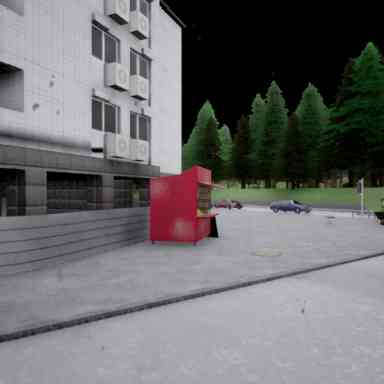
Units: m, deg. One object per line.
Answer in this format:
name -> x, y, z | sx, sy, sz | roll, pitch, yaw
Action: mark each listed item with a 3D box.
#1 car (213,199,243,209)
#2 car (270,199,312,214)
car -> 4.717, 1.564, 43.760 | 1.994, 1.385, 4.181 | 0, 0, -35
car -> 10.505, 1.526, 35.662 | 1.812, 1.442, 4.674 | 0, 0, -36
